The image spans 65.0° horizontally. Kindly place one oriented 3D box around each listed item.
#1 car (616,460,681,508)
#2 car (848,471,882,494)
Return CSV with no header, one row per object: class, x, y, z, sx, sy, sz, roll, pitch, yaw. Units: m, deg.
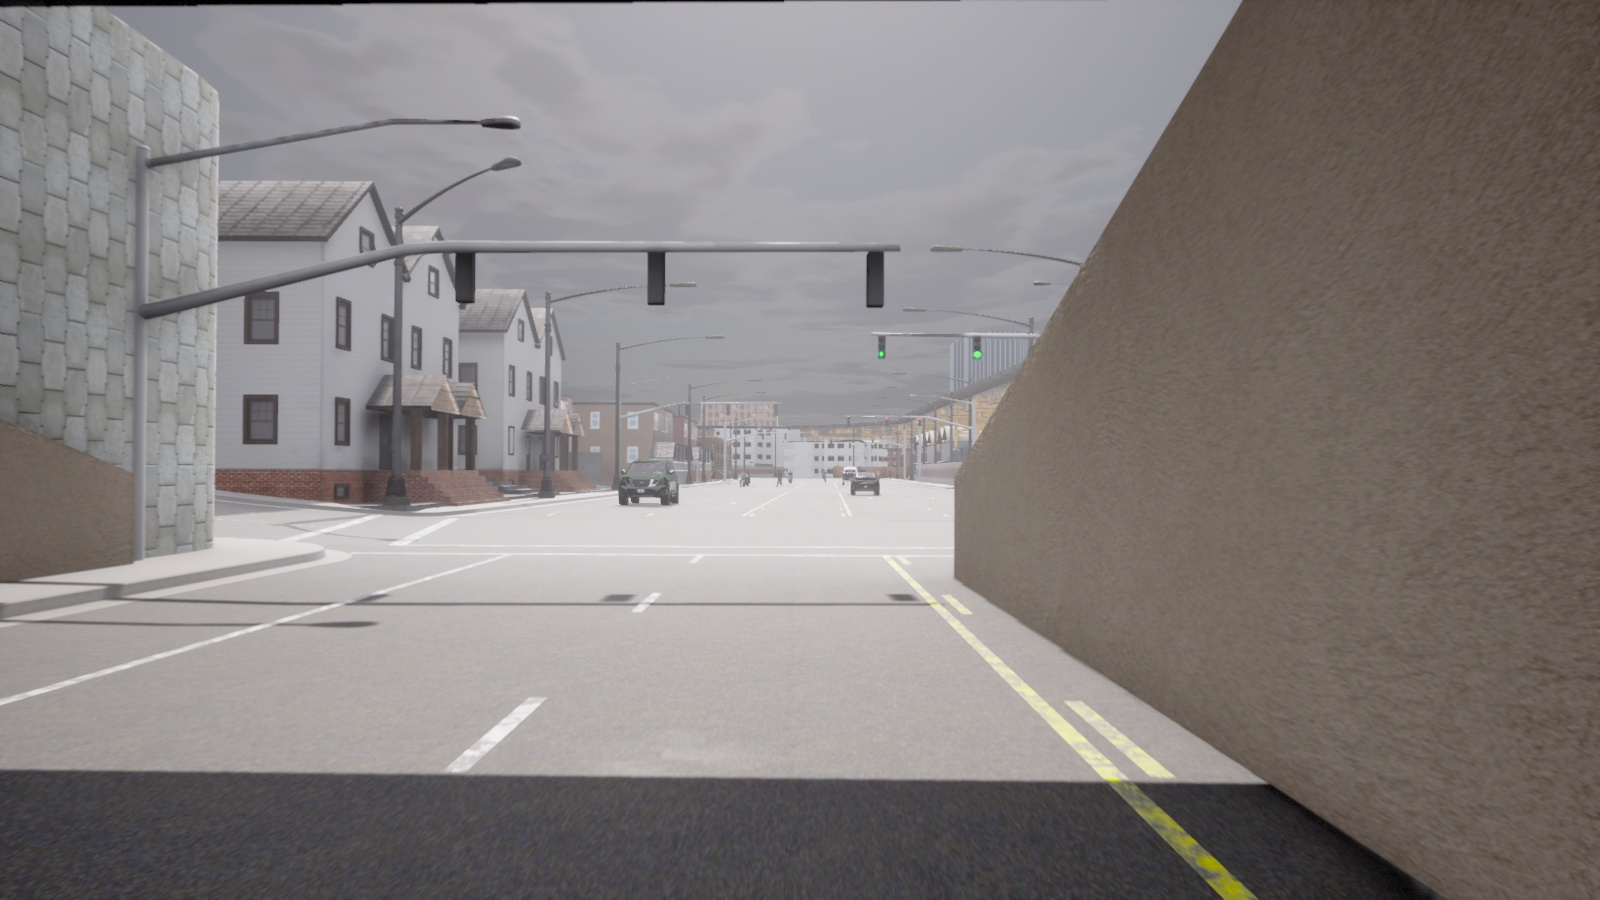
car,-6.797,1.516,57.068,2.150,2.045,5.566,0,-1,1
car,4.309,2.152,83.584,2.128,1.511,4.902,0,-1,1
